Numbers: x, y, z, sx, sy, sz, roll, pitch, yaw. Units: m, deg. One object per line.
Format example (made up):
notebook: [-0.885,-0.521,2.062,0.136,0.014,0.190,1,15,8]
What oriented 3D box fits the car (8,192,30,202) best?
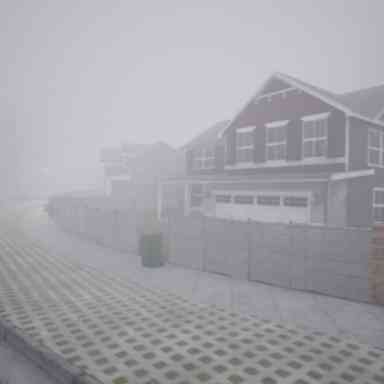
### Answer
car: [-25.285,0.711,48.551,1.812,1.442,4.674,1,2,-5]

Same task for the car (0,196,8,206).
car: [-23.488,1.077,38.505,1.895,1.301,4.718,1,1,-11]
